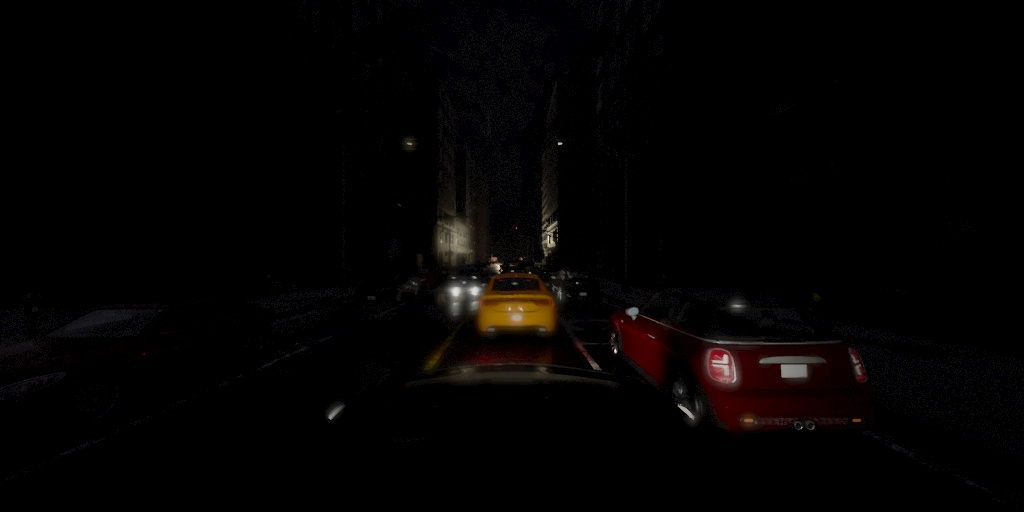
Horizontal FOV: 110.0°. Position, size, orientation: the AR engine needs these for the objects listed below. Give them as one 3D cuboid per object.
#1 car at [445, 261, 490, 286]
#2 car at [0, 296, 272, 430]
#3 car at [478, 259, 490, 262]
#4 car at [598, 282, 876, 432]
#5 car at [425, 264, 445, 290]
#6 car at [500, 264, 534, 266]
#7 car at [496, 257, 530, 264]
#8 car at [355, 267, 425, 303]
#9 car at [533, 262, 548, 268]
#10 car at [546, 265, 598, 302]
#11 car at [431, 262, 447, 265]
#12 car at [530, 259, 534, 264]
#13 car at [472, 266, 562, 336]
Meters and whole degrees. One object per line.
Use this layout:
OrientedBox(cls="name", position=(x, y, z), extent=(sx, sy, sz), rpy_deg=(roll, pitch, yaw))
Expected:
OrientedBox(cls="car", position=(-2.982, 1.299, 25.189), extent=(2.033, 1.411, 5.357), rpy_deg=(0, 0, 1))
OrientedBox(cls="car", position=(-5.661, 1.332, 5.590), extent=(1.802, 1.307, 4.207), rpy_deg=(0, 0, 0))
OrientedBox(cls="car", position=(-5.502, 1.372, 64.697), extent=(1.802, 1.307, 4.207), rpy_deg=(0, 0, 0))
OrientedBox(cls="car", position=(2.865, 1.189, 5.572), extent=(1.967, 1.591, 4.097), rpy_deg=(0, 0, 0))
OrientedBox(cls="car", position=(-5.627, 1.333, 22.094), extent=(1.802, 1.307, 4.207), rpy_deg=(0, 0, 0))
OrientedBox(cls="car", position=(0.137, 1.315, 19.449), extent=(1.994, 1.385, 4.181), rpy_deg=(0, 0, 0))
OrientedBox(cls="car", position=(0.085, 1.104, 28.181), extent=(2.097, 1.767, 4.553), rpy_deg=(0, 0, 1))
OrientedBox(cls="car", position=(-5.638, 1.316, 16.593), extent=(1.948, 1.339, 4.313), rpy_deg=(0, 0, 0))
OrientedBox(cls="car", position=(2.910, 1.318, 27.577), extent=(1.948, 1.339, 4.313), rpy_deg=(0, 0, 0))
OrientedBox(cls="car", position=(2.887, 1.300, 16.575), extent=(2.007, 1.370, 4.403), rpy_deg=(0, 0, 0))
OrientedBox(cls="car", position=(-5.615, 1.192, 27.595), extent=(1.967, 1.591, 4.097), rpy_deg=(0, 0, 0))
OrientedBox(cls="car", position=(3.023, 1.230, 64.666), extent=(1.967, 1.591, 4.097), rpy_deg=(0, 0, 0))
OrientedBox(cls="car", position=(0.115, 1.227, 10.460), extent=(1.882, 1.535, 5.008), rpy_deg=(0, 0, 0))
